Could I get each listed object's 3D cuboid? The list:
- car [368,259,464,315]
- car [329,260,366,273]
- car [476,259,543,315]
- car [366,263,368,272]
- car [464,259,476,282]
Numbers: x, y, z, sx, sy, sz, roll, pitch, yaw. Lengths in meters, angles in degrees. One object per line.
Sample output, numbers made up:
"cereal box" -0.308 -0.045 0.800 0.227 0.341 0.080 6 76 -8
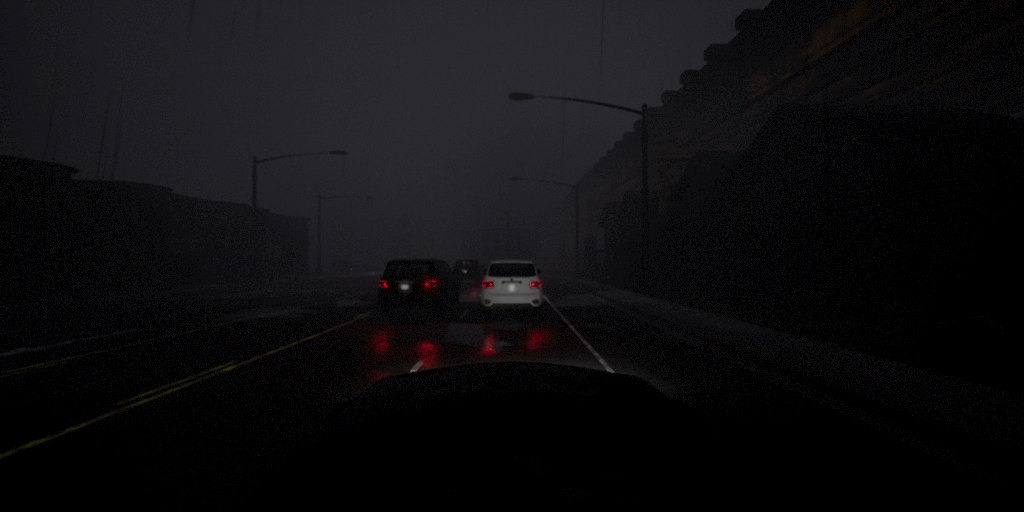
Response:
"car" -3.492 1.119 14.400 2.150 2.045 5.566 0 0 0
"car" -26.235 1.598 56.496 5.566 2.045 2.150 -1 -1 27
"car" 0.007 1.119 14.379 2.150 2.045 5.566 0 0 0
"car" -23.637 1.926 59.018 4.674 1.442 1.812 -1 -1 29
"car" -3.497 1.289 29.411 2.150 2.045 5.566 0 0 0
